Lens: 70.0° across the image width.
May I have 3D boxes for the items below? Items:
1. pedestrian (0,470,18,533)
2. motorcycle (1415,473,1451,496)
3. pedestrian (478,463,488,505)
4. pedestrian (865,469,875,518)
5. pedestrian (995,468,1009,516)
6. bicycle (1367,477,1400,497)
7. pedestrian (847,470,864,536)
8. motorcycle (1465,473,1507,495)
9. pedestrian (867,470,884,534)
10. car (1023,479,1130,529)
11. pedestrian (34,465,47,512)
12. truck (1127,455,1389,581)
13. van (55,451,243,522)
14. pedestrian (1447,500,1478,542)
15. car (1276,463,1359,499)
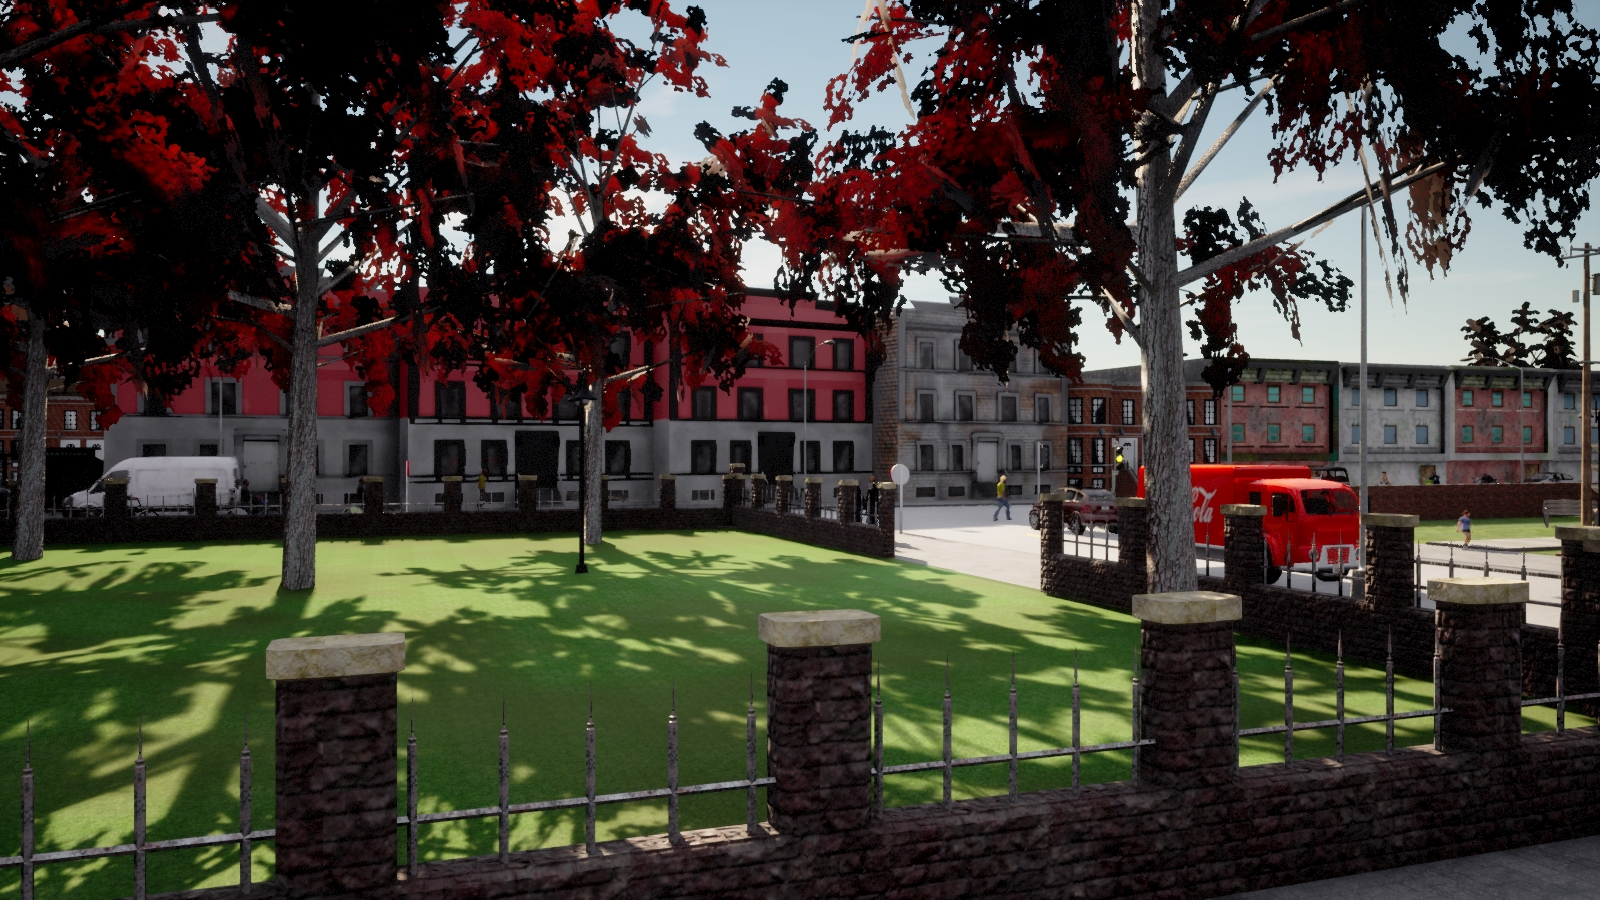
[{"bbox_3d":[-23.600,1.524,34.090,0.375,1.860,0.375,0,0,-20],"label":"pedestrian"},{"bbox_3d":[36.002,1.962,64.979,1.805,1.236,0.856,0,0,-20],"label":"motorcycle"},{"bbox_3d":[-14.153,1.524,50.965,0.375,1.860,0.375,0,0,-5],"label":"pedestrian"},{"bbox_3d":[2.631,1.628,42.881,0.375,1.860,0.375,0,0,0],"label":"pedestrian"},{"bbox_3d":[7.896,1.628,44.646,0.375,1.860,0.375,0,0,-24],"label":"pedestrian"},{"bbox_3d":[32.543,2.036,63.766,1.487,1.080,0.859,0,0,-20],"label":"bicycle"},{"bbox_3d":[1.602,1.525,32.947,0.375,1.860,0.375,0,0,-23],"label":"pedestrian"},{"bbox_3d":[39.853,1.985,66.375,2.209,1.251,0.867,0,0,-20],"label":"motorcycle"},{"bbox_3d":[2.219,1.525,33.630,0.375,1.860,0.375,0,0,-19],"label":"pedestrian"},{"bbox_3d":[9.344,1.798,38.850,1.789,1.549,3.705,0,-1,-20],"label":"car"},{"bbox_3d":[-30.013,1.522,45.163,0.375,1.860,0.375,0,0,-43],"label":"pedestrian"},{"bbox_3d":[9.964,1.348,25.442,2.627,2.467,5.204,0,0,-20],"label":"truck"},{"bbox_3d":[-24.434,1.314,43.182,5.915,2.561,1.988,0,0,-20],"label":"van"},{"bbox_3d":[17.890,1.904,30.856,0.500,1.100,0.500,0,0,-17],"label":"pedestrian"},{"bbox_3d":[28.140,1.638,62.162,3.866,1.878,1.905,0,0,-20],"label":"car"}]
